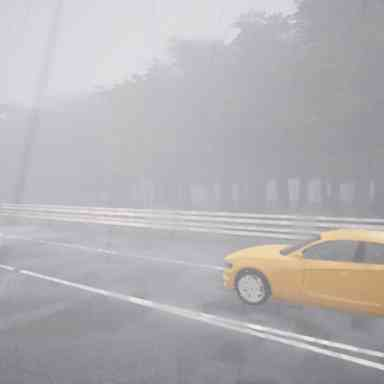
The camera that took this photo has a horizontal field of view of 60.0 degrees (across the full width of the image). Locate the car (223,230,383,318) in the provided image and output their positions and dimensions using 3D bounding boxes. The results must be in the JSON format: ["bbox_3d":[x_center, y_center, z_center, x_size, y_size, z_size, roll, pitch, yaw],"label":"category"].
[{"bbox_3d":[3.025,1.484,6.497,5.008,1.535,1.882,0,0,31],"label":"car"}]
